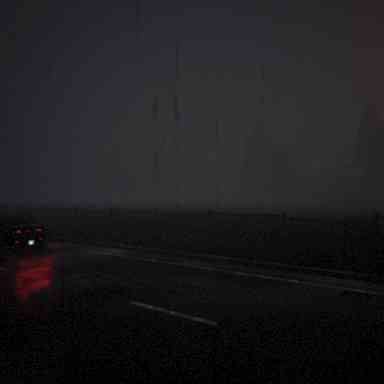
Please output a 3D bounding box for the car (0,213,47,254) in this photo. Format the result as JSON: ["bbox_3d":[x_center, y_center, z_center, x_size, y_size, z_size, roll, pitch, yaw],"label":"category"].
[{"bbox_3d":[-7.990,1.642,13.871,4.892,1.490,1.837,0,0,36],"label":"car"}]
